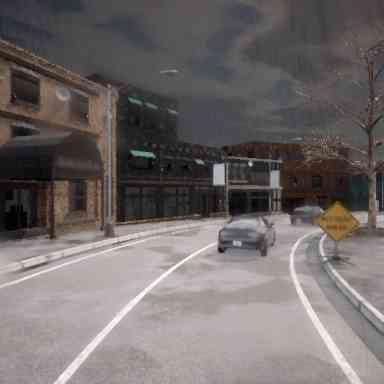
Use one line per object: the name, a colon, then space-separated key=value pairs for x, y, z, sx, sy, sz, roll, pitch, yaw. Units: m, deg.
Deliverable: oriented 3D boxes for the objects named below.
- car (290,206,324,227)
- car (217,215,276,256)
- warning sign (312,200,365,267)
car: x=9.354 y=1.844 z=26.230 sx=1.837 sy=1.490 sz=4.892 roll=0 pitch=-1 yaw=39
car: x=2.339 y=1.661 z=13.747 sx=1.812 sy=1.442 sz=4.674 roll=0 pitch=-1 yaw=19
warning sign: x=4.458 y=1.212 z=10.245 sx=1.300 sy=1.860 sz=1.060 roll=1 pitch=1 yaw=15
